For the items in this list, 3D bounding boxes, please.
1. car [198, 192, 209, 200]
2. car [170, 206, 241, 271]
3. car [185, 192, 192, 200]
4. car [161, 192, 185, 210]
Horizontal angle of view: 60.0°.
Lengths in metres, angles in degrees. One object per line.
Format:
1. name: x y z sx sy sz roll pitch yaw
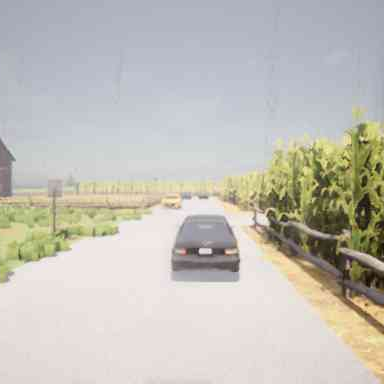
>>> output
1. car: 2.115 0.700 60.634 1.895 1.301 4.718 0 1 2
2. car: 0.418 1.392 10.279 2.033 1.411 5.357 0 1 2
3. car: -1.028 0.657 59.736 2.033 1.411 5.357 0 1 2
4. car: -2.020 0.967 34.035 1.882 1.535 5.008 0 1 2
